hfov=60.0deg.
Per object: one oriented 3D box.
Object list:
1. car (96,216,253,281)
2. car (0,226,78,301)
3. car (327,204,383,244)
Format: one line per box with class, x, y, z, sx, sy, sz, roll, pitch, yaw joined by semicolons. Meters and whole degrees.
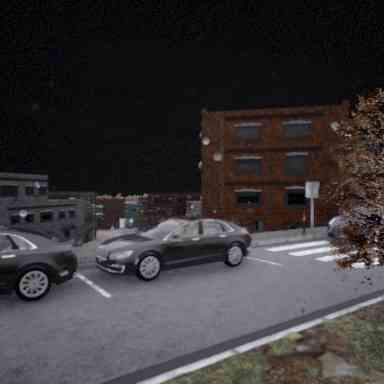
car;-0.345;1.483;9.901;4.892;1.521;2.231;0;0;-35
car;-4.869;1.474;6.739;4.892;1.521;2.231;0;0;-35
car;8.634;1.401;16.155;4.553;1.767;2.185;0;0;-35
